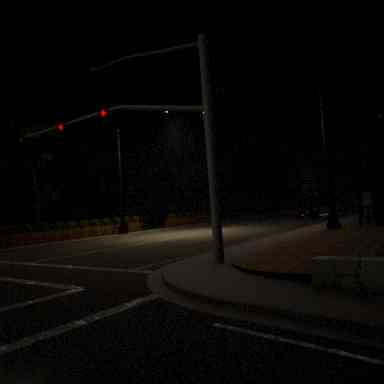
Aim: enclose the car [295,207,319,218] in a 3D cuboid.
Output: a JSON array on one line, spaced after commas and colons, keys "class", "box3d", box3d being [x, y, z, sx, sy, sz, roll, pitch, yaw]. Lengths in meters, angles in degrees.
[{"class": "car", "box3d": [15.427, 2.678, 44.257, 1.895, 1.301, 4.718, -6, -4, 37]}]
